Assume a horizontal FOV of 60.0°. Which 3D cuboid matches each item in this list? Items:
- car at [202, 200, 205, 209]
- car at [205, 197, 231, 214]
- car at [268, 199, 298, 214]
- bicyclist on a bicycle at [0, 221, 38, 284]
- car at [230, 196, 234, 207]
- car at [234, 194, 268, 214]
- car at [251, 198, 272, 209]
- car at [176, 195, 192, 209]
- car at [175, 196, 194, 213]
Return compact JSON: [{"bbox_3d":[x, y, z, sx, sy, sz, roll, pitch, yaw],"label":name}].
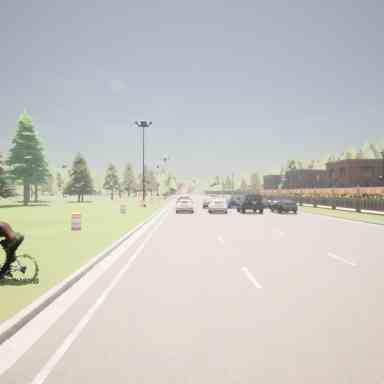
[{"bbox_3d":[2.432,1.601,45.794,1.895,1.301,4.718,0,0,-1],"label":"car"},{"bbox_3d":[2.724,1.526,35.685,1.812,1.442,4.674,0,0,-1],"label":"car"},{"bbox_3d":[9.725,1.491,35.433,2.128,1.511,4.902,0,0,-1],"label":"car"},{"bbox_3d":[-4.373,1.330,7.626,1.656,1.620,0.582,-2,0,-1],"label":"bicyclist on a bicycle"},{"bbox_3d":[5.929,1.352,46.304,2.097,1.767,4.553,0,0,-1],"label":"car"},{"bbox_3d":[6.211,1.221,35.827,2.150,2.045,5.566,0,0,0],"label":"car"},{"bbox_3d":[9.441,1.564,45.422,1.994,1.385,4.181,0,0,-1],"label":"car"},{"bbox_3d":[-1.071,1.352,46.271,2.097,1.767,4.553,0,0,-1],"label":"car"},{"bbox_3d":[-0.791,1.526,36.260,1.812,1.442,4.674,0,0,-1],"label":"car"}]
